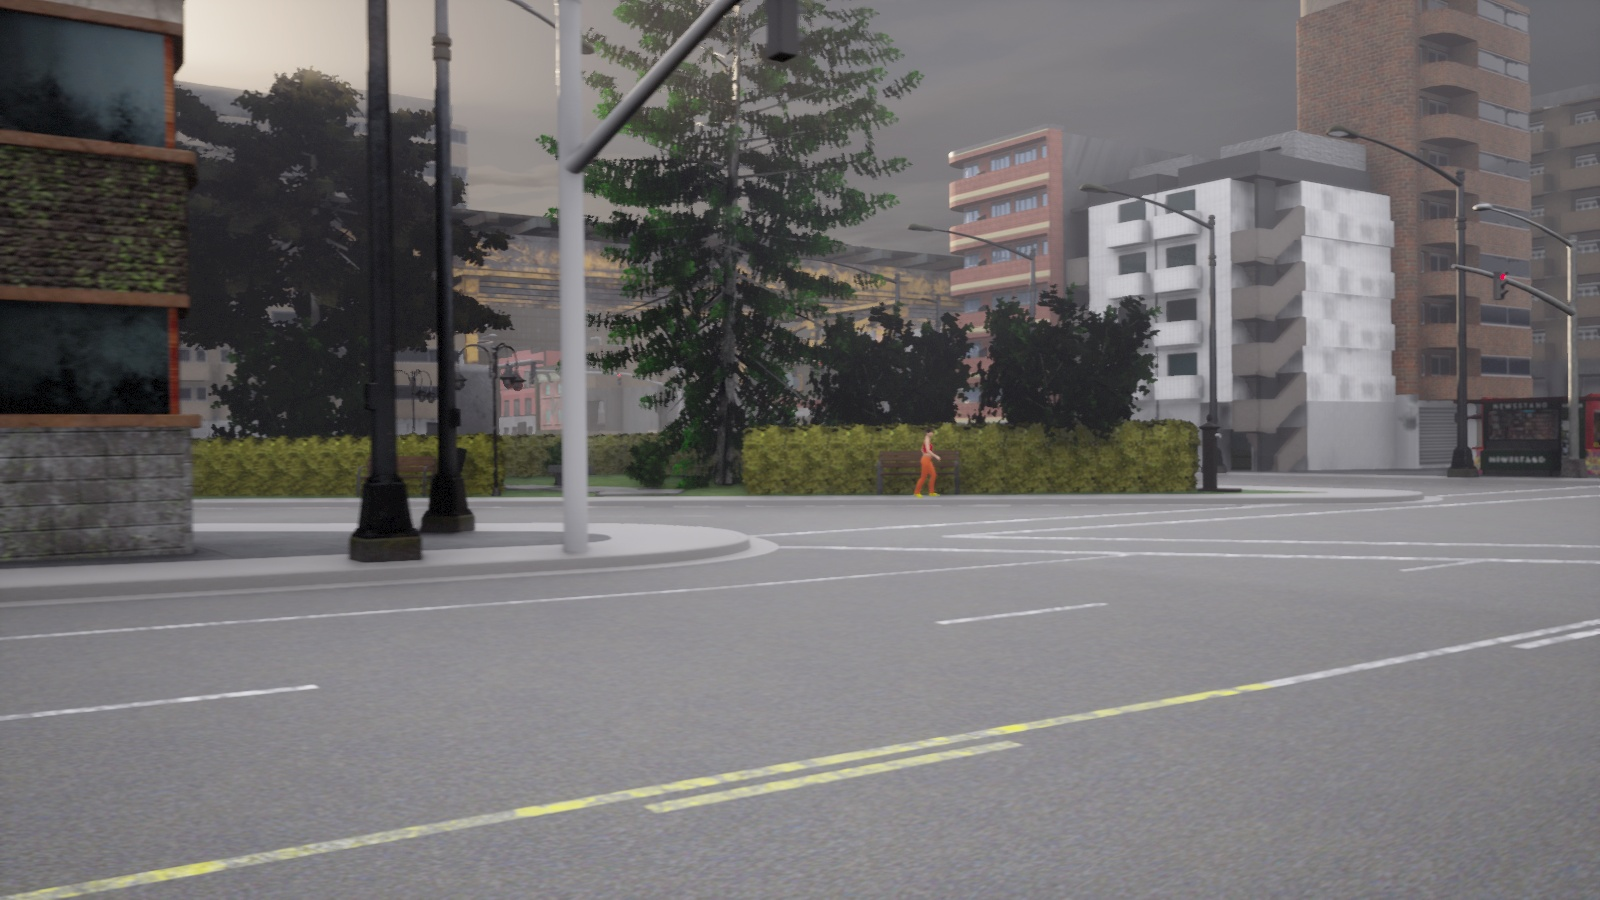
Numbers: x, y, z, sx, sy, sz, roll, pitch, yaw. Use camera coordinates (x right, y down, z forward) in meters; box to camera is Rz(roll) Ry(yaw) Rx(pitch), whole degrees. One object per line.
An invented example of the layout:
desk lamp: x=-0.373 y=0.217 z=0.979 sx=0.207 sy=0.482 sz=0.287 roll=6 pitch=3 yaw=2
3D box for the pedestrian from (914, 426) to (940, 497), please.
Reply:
pedestrian: x=3.284 y=0.295 z=32.467 sx=0.594 sy=1.836 sz=0.345 roll=-1 pitch=0 yaw=13
